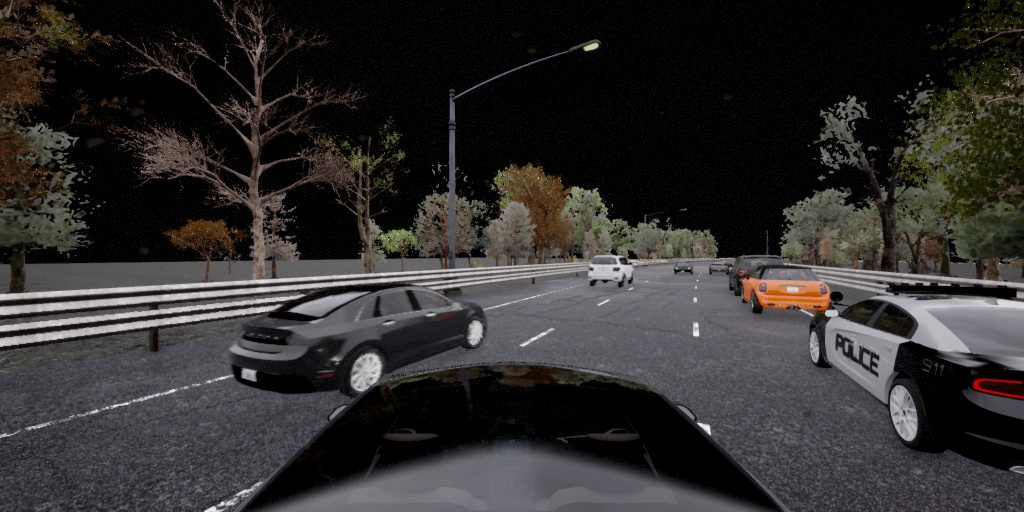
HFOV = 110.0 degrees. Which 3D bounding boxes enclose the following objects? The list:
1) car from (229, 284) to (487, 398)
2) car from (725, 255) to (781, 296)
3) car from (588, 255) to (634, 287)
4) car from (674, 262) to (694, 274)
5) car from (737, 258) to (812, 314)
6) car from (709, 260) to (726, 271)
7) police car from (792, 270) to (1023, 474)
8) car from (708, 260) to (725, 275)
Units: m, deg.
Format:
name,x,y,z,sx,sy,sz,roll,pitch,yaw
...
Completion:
name,x,y,z,sx,sy,sz,roll,pitch,yaw
car,-2.246,1.254,6.694,1.837,1.490,4.892,0,0,26
car,12.749,0.978,18.756,2.150,2.045,5.566,0,0,27
car,6.923,0.978,24.741,2.150,2.045,5.566,0,0,28
car,19.532,1.370,40.676,1.895,1.301,4.718,0,0,29
car,10.006,1.102,13.437,2.097,1.767,4.553,0,0,27
car,29.190,1.333,50.863,2.033,1.411,5.357,0,0,30
police car,5.634,1.175,4.739,1.930,1.638,5.238,0,0,26
car,22.659,1.261,39.252,2.128,1.511,4.902,0,0,30
